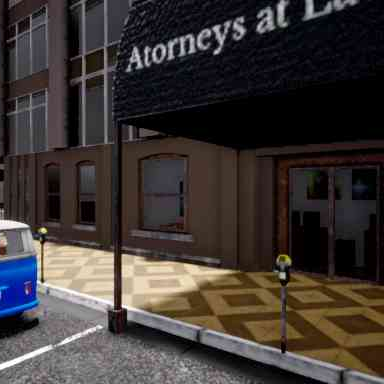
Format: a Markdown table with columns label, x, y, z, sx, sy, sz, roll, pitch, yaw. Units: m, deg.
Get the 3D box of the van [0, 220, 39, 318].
| label | x | y | z | sx | sy | sz | roll | pitch | yaw |
| --- | --- | --- | --- | --- | --- | --- | --- | --- | --- |
| van | -4.509 | 1.341 | 6.080 | 3.998 | 1.788 | 1.690 | 0 | 0 | 35 |
